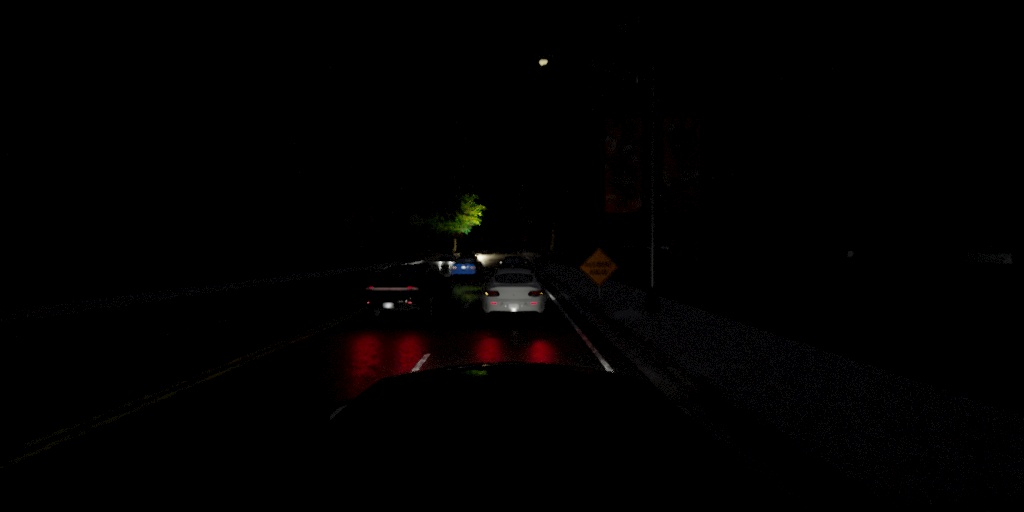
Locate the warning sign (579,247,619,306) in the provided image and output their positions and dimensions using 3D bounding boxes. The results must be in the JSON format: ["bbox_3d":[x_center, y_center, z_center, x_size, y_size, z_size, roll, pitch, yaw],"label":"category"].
[{"bbox_3d":[2.874,0.640,11.790,1.300,1.860,1.060,0,0,0],"label":"warning sign"}]

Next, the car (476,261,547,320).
[{"bbox_3d":[0.065,1.056,11.461,1.812,1.442,4.674,0,1,0],"label":"car"}]

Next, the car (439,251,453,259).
[{"bbox_3d":[-9.690,-0.010,53.609,1.812,1.442,4.674,0,1,1],"label":"car"}]

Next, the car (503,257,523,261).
[{"bbox_3d":[0.098,0.739,26.038,2.033,1.411,5.357,0,1,1],"label":"car"}]

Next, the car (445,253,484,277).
[{"bbox_3d":[-3.152,0.737,26.048,2.033,1.411,5.357,0,1,1],"label":"car"}]

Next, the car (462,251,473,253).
[{"bbox_3d":[-6.462,0.017,51.441,2.128,1.511,4.902,0,2,0],"label":"car"}]

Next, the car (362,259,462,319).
[{"bbox_3d":[-3.181,1.015,11.736,2.128,1.511,4.902,0,1,1],"label":"car"}]
